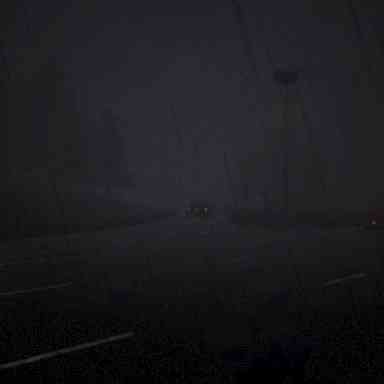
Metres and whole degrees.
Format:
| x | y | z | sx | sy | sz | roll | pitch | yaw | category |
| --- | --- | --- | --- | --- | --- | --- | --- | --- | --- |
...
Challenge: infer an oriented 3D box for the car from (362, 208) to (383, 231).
| x | y | z | sx | sy | sz | roll | pitch | yaw | category |
| --- | --- | --- | --- | --- | --- | --- | --- | --- | --- |
| 13.084 | 1.749 | 21.680 | 5.008 | 1.535 | 1.882 | 1 | 0 | -36 | car |

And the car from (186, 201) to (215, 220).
| x | y | z | sx | sy | sz | roll | pitch | yaw | category |
| --- | --- | --- | --- | --- | --- | --- | --- | --- | --- |
| 0.872 | 1.568 | 30.733 | 2.097 | 1.767 | 4.553 | 0 | 0 | 12 | car |
